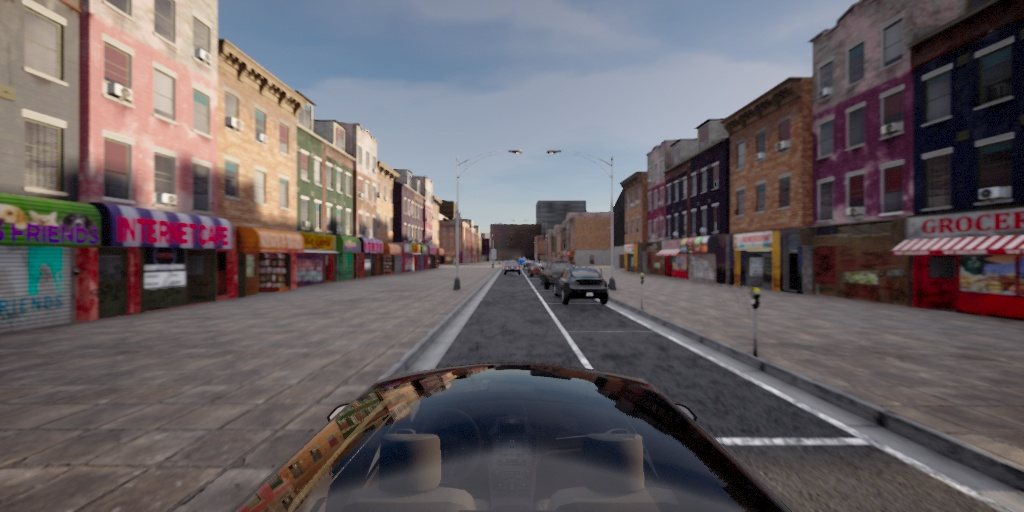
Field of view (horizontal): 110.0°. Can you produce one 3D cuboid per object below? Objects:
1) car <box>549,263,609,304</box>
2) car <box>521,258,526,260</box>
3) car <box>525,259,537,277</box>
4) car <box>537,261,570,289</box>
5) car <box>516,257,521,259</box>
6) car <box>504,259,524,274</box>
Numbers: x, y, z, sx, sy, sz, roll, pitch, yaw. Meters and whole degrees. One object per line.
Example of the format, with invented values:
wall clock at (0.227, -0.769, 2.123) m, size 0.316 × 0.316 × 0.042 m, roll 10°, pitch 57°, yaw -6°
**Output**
car at (3.015, 1.260, 16.345) m, size 1.837 × 1.490 × 4.892 m, roll 0°, pitch 0°, yaw 0°
car at (2.619, 1.360, 57.687) m, size 2.007 × 1.370 × 4.403 m, roll 0°, pitch 0°, yaw 0°
car at (2.626, 1.209, 34.971) m, size 1.967 × 1.591 × 4.097 m, roll 0°, pitch 0°, yaw 0°
car at (2.980, 1.114, 23.316) m, size 2.097 × 1.767 × 4.553 m, roll 0°, pitch 0°, yaw 0°
car at (0.024, 1.327, 54.785) m, size 1.812 × 1.442 × 4.674 m, roll 0°, pitch 0°, yaw 0°
car at (0.059, 1.323, 41.295) m, size 2.033 × 1.411 × 5.357 m, roll 0°, pitch 0°, yaw 0°
